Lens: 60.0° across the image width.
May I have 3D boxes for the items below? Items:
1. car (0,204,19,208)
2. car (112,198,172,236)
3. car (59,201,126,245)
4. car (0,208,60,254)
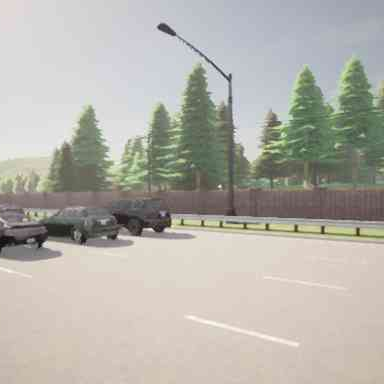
[{"bbox_3d":[-16.167,1.765,28.264,4.902,1.511,2.128,-1,0,36],"label":"car"},{"bbox_3d":[-3.730,1.347,19.410,5.566,2.045,2.150,0,0,35],"label":"car"},{"bbox_3d":[-5.802,1.482,16.590,4.553,1.767,2.097,-1,-1,36],"label":"car"},{"bbox_3d":[-8.006,1.626,13.865,4.902,1.511,2.128,-1,0,36],"label":"car"}]
